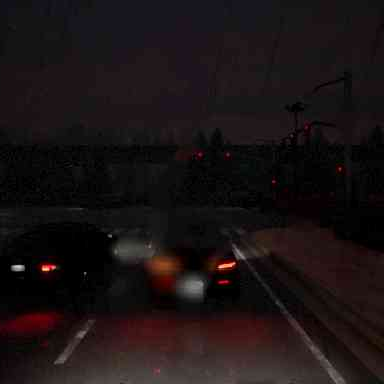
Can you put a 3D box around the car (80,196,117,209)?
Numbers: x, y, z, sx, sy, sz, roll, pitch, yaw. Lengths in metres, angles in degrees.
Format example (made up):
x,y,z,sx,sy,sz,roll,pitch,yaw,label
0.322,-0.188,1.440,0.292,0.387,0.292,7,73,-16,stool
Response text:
x,y,z,sx,sy,sz,roll,pitch,yaw,label
-12.452,1.564,43.516,4.181,1.385,1.994,0,0,0,car

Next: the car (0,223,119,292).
x,y,z,sx,sy,sz,roll,pitch,yaw,label
-3.429,1.547,9.069,2.033,1.411,5.357,0,0,0,car

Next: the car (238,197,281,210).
x,y,z,sx,sy,sz,roll,pitch,yaw,label
8.480,1.477,43.417,5.008,1.535,1.882,0,0,0,car

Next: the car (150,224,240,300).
x,y,z,sx,sy,sz,roll,pitch,yaw,label
0.064,1.526,8.251,1.812,1.442,4.674,0,0,0,car

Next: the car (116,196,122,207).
x,y,z,sx,sy,sz,roll,pitch,yaw,label
-12.305,1.352,47.016,4.553,1.767,2.097,0,0,0,car

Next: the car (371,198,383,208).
x,y,z,sx,sy,sz,roll,pitch,yaw,label
28.065,1.526,46.842,4.674,1.442,1.812,0,0,0,car
